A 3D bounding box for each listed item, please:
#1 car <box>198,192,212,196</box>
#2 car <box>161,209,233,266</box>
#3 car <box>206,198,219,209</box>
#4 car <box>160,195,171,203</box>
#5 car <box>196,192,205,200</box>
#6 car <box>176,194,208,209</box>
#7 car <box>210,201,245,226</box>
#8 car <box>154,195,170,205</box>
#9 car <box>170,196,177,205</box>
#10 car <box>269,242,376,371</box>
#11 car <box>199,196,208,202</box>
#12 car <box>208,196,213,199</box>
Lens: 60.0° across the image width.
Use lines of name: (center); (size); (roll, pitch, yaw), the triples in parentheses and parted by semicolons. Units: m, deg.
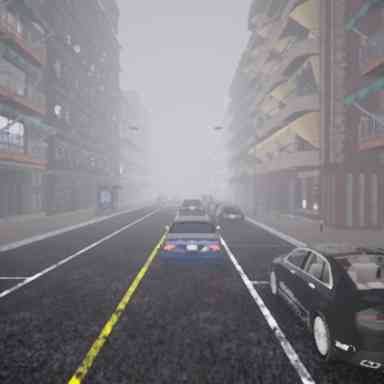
car: (2.522, 1.244, 56.679); (2.192, 1.841, 5.009); (-1, 0, 0)
car: (0.024, 1.530, 11.407); (2.033, 1.411, 5.357); (0, 0, 1)
car: (2.513, 1.505, 28.357); (1.887, 1.381, 4.507); (-1, 0, 0)
car: (-5.350, 1.359, 68.213); (1.967, 1.590, 4.097); (-1, 0, 0)
car: (2.238, 1.129, 89.352); (2.150, 2.045, 5.566); (0, 0, 0)
car: (0.036, 1.312, 28.481); (2.097, 1.767, 4.553); (0, 0, 0)
car: (2.515, 1.533, 22.693); (1.947, 1.339, 4.313); (-1, 0, 0)
car: (-5.345, 1.369, 56.910); (1.967, 1.590, 4.097); (-1, 0, 0)
car: (-2.819, 1.474, 58.762); (2.033, 1.411, 5.357); (0, 0, 1)
car: (2.521, 1.542, 5.700); (2.008, 1.369, 4.403); (-1, 0, 0)
car: (2.530, 1.496, 73.672); (1.802, 1.307, 4.206); (-1, 0, 0)
car: (2.509, 1.498, 39.686); (2.008, 1.369, 4.403); (-1, 0, 0)
